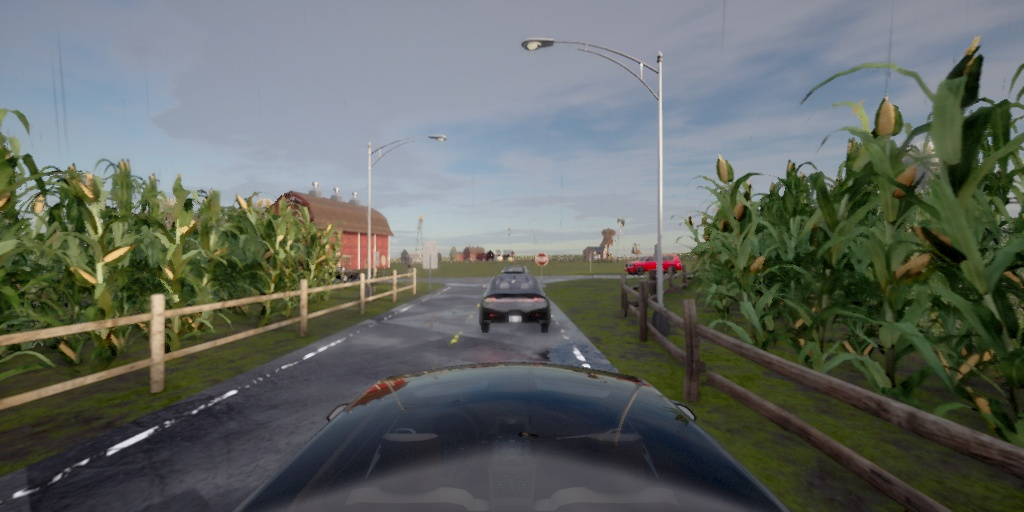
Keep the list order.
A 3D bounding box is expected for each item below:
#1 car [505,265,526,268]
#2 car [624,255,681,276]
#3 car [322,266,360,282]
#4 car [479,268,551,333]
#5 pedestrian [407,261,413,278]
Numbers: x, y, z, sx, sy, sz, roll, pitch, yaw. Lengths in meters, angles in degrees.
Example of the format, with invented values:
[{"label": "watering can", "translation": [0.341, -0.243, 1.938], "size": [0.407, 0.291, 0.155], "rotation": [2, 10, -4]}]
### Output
[{"label": "car", "translation": [0.300, 1.377, 24.551], "size": [2.128, 1.511, 4.902], "rotation": [0, 0, 5]}, {"label": "car", "translation": [14.346, 0.926, 36.658], "size": [5.566, 2.045, 2.150], "rotation": [-1, -1, -4]}, {"label": "car", "translation": [-16.940, 1.663, 34.089], "size": [5.008, 1.535, 1.882], "rotation": [-1, -1, 5]}, {"label": "car", "translation": [0.079, 1.297, 10.963], "size": [2.128, 1.511, 4.902], "rotation": [0, 0, 0]}, {"label": "pedestrian", "translation": [-11.268, 1.463, 39.537], "size": [0.375, 1.860, 0.375], "rotation": [0, 0, 4]}]
